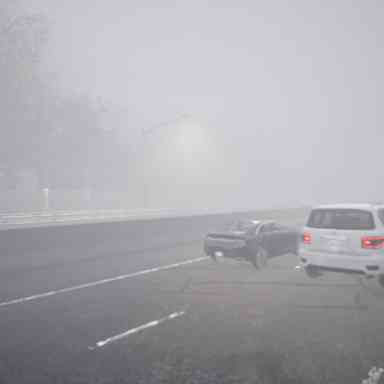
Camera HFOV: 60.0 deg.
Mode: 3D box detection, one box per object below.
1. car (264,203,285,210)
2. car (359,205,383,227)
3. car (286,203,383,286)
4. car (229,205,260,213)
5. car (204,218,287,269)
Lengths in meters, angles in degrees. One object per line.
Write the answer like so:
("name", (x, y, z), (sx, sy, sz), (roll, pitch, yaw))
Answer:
("car", (11.014, 2.235, 43.008), (1.837, 1.490, 4.892), (-2, -2, 42))
("car", (15.163, 1.825, 26.367), (2.033, 1.411, 5.357), (-2, -2, 42))
("car", (5.178, 1.342, 9.943), (2.150, 2.045, 5.566), (-2, -2, 42))
("car", (6.931, 2.425, 43.693), (1.895, 1.301, 4.718), (-2, -2, 42))
("car", (2.455, 1.714, 12.128), (2.128, 1.511, 4.902), (-2, -2, 42))
